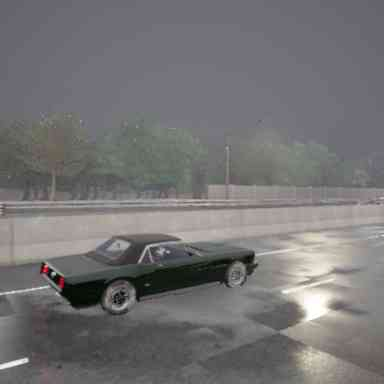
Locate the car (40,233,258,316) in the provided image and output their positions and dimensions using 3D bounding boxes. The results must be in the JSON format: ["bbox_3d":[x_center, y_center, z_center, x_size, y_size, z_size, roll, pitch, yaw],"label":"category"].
[{"bbox_3d":[-0.718,1.609,7.532,4.718,1.301,1.895,0,0,-35],"label":"car"}]

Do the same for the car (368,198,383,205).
[{"bbox_3d":[29.284,1.740,50.616,4.181,1.385,1.994,0,0,-35],"label":"car"}]

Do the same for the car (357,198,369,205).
[{"bbox_3d":[29.047,1.675,54.714,4.902,1.511,2.128,0,0,-35],"label":"car"}]
